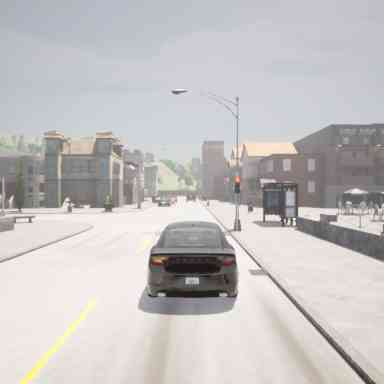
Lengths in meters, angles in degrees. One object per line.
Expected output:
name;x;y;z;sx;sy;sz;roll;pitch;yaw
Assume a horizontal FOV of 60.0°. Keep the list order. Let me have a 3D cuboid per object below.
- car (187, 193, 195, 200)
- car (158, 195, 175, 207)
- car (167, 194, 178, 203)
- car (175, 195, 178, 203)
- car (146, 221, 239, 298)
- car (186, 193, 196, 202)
car;-0.234;1.187;87.062;2.097;1.767;4.553;0;0;0
car;-4.233;1.491;52.020;2.128;1.511;4.902;0;0;0
car;-4.190;1.355;71.183;2.097;1.767;4.553;0;0;0
car;-4.229;1.352;61.120;2.097;1.767;4.553;0;0;0
car;0.027;1.478;8.575;1.882;1.535;5.008;0;0;0
car;-0.205;1.216;76.702;2.150;2.045;5.566;0;0;0
